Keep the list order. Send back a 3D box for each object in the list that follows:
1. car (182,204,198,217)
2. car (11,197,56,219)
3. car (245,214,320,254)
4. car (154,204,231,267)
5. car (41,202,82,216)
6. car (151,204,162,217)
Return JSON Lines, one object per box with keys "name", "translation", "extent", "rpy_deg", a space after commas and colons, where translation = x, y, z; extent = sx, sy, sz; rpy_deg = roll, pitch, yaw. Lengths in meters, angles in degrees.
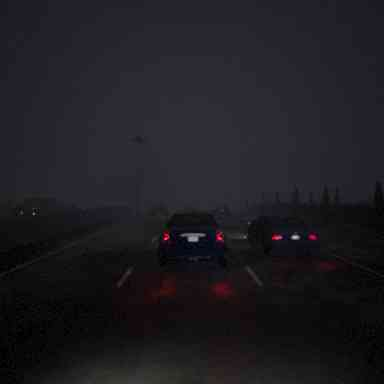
{"name": "car", "translation": [-0.214, 2.186, 39.744], "extent": [1.812, 1.442, 4.674], "rpy_deg": [0, -4, 0]}
{"name": "car", "translation": [-14.278, 1.489, 30.634], "extent": [2.150, 2.045, 5.566], "rpy_deg": [0, -2, 0]}
{"name": "car", "translation": [3.498, 1.610, 13.832], "extent": [2.033, 1.411, 5.357], "rpy_deg": [0, 0, 0]}
{"name": "car", "translation": [0.014, 1.413, 11.863], "extent": [2.097, 1.767, 4.553], "rpy_deg": [0, 0, 0]}
{"name": "car", "translation": [-10.779, 1.767, 28.456], "extent": [1.994, 1.385, 4.181], "rpy_deg": [0, -1, 0]}
{"name": "car", "translation": [-3.703, 2.170, 39.334], "extent": [1.812, 1.442, 4.674], "rpy_deg": [0, -4, 0]}
